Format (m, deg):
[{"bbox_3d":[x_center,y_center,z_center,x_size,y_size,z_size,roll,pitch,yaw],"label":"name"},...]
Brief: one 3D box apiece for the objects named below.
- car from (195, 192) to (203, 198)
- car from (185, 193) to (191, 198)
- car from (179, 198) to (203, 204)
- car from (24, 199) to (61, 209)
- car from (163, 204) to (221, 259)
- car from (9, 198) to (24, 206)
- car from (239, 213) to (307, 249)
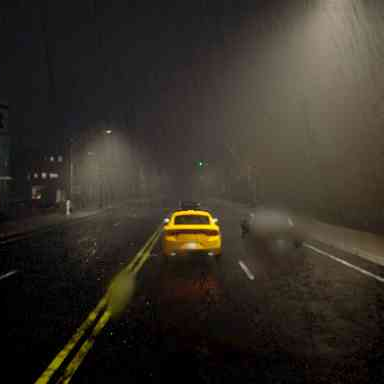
[{"bbox_3d":[2.103,1.142,94.225,2.128,1.511,4.902,0,0,-1],"label":"car"},{"bbox_3d":[-1.142,1.102,93.768,1.837,1.490,4.892,0,0,-1],"label":"car"},{"bbox_3d":[-0.227,1.479,29.138,1.994,1.385,4.181,0,0,-1],"label":"car"},{"bbox_3d":[-20.501,1.695,46.421,4.313,1.339,1.947,-1,1,-1],"label":"car"},{"bbox_3d":[-0.026,1.440,12.523,1.882,1.535,5.008,0,0,-1],"label":"car"},{"bbox_3d":[-28.940,1.673,54.827,4.403,1.369,2.008,-1,1,-1],"label":"car"},{"bbox_3d":[3.208,1.556,14.257,1.895,1.301,4.718,0,0,-1],"label":"car"}]
